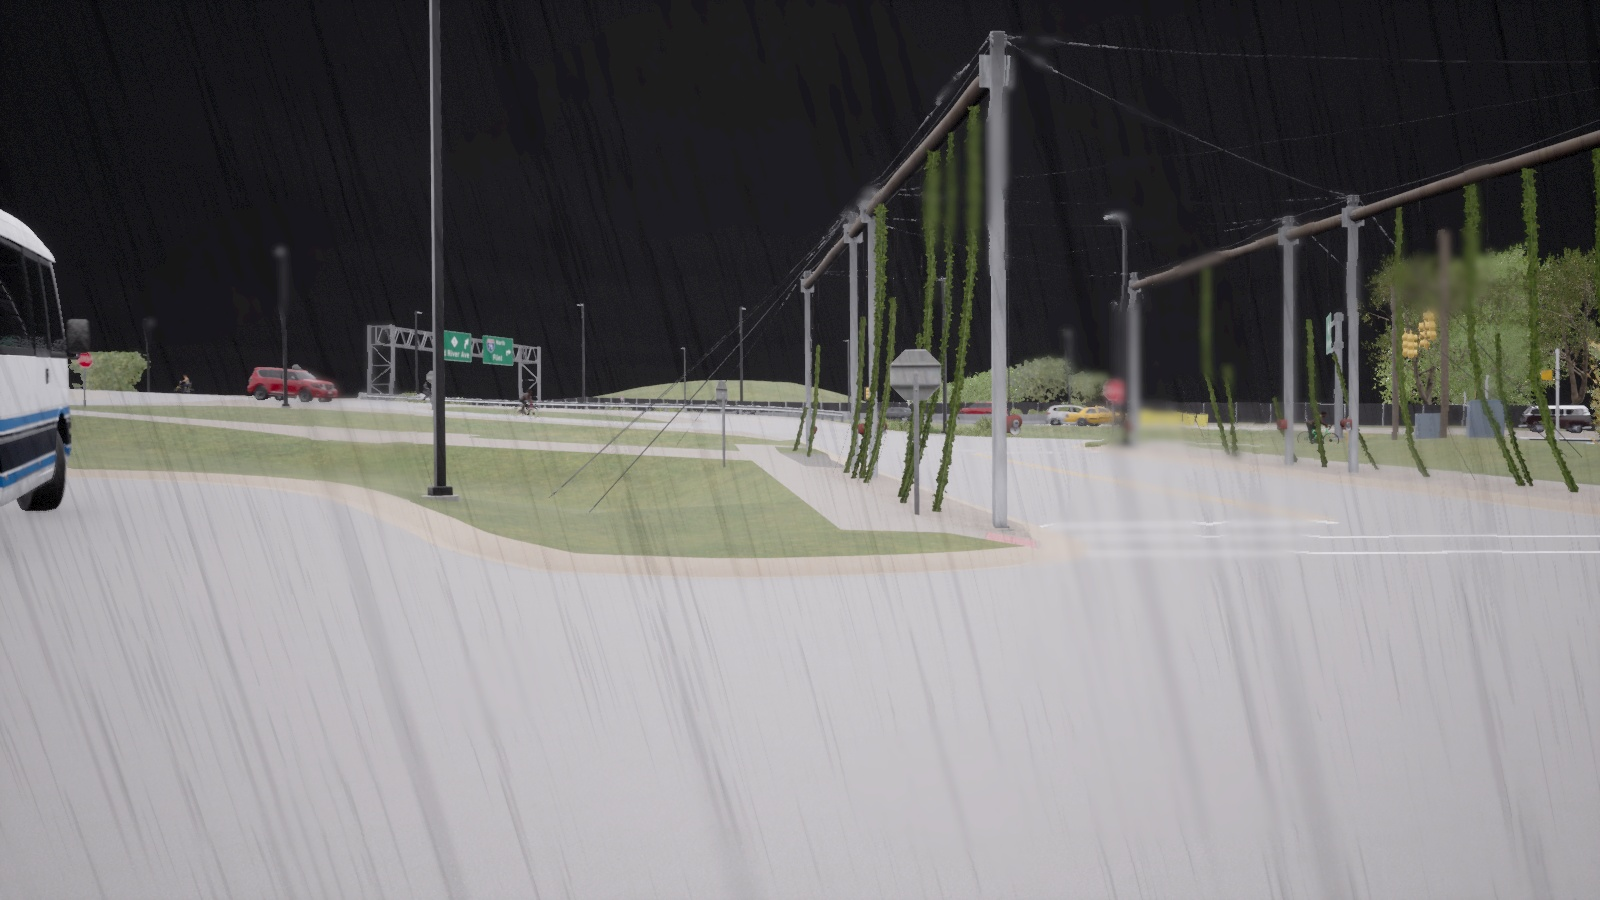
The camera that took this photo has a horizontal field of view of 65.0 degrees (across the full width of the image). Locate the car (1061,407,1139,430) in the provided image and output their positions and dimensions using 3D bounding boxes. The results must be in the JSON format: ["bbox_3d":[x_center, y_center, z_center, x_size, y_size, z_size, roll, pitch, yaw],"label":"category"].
[{"bbox_3d":[22.238,-2.346,93.057,5.366,1.575,1.801,2,1,20],"label":"car"}]

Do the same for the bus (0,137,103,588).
[{"bbox_3d":[-11.183,-1.105,15.155,3.944,4.253,10.273,0,4,-24],"label":"bus"}]

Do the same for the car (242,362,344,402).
[{"bbox_3d":[-31.023,-4.174,76.882,5.566,2.045,2.150,4,2,16],"label":"car"}]

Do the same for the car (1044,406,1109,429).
[{"bbox_3d":[21.395,-2.544,97.079,4.611,1.667,2.242,2,1,20],"label":"car"}]
